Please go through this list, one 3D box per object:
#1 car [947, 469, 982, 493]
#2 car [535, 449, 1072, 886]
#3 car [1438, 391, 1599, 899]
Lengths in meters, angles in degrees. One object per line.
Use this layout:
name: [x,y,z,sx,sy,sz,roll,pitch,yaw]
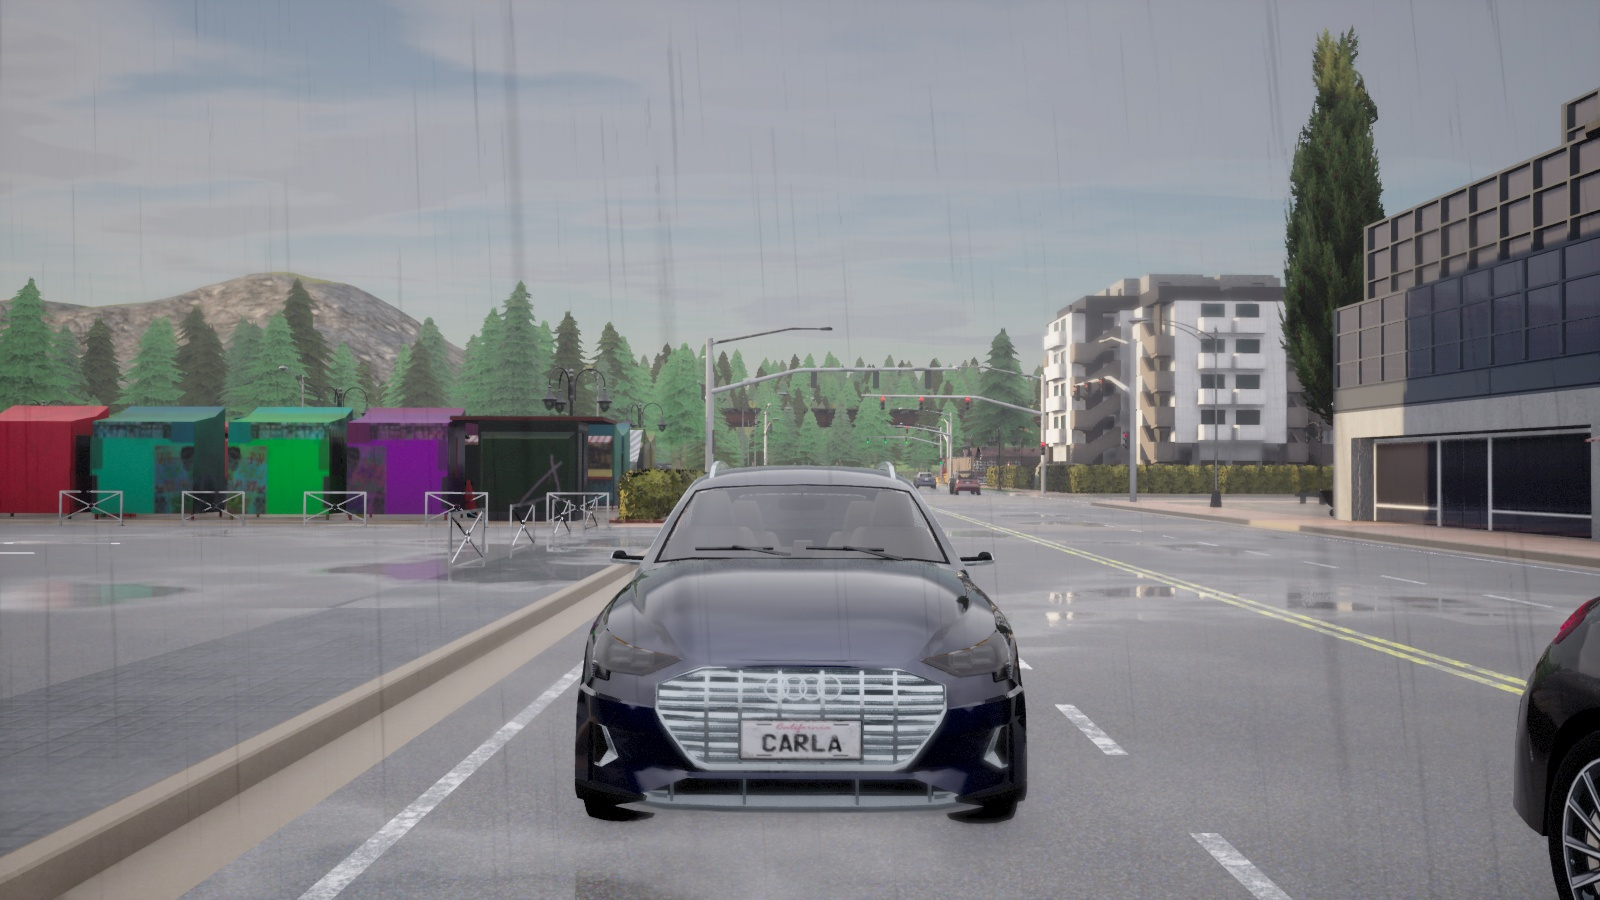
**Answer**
car: [11.151,2.095,85.170,1.851,1.617,3.988,0,-1,0]
car: [0.019,0.865,7.197,2.033,1.649,4.856,0,-1,0]
car: [3.494,0.617,2.241,2.152,1.651,5.027,0,-1,0]
